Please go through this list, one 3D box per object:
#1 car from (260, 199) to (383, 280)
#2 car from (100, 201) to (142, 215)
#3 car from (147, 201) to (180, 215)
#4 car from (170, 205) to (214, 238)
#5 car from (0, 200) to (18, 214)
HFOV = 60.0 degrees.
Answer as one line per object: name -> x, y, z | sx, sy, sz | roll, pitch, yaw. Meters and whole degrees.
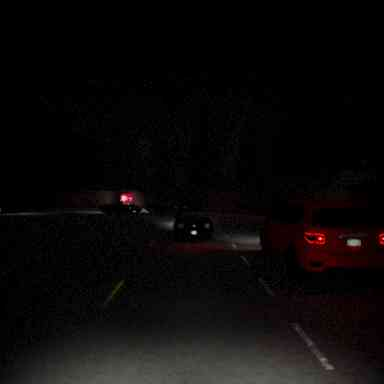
car -> 3.602, 1.221, 10.065 | 2.150, 2.045, 5.566 | 0, 0, 0
car -> -7.284, 1.599, 33.626 | 4.718, 1.301, 1.895 | 0, 0, 40
car -> -2.660, 1.599, 34.267 | 1.895, 1.301, 4.718 | 0, 0, -43
car -> -0.048, 1.600, 17.673 | 1.895, 1.301, 4.718 | 0, 0, -4
car -> -21.011, 1.475, 35.403 | 5.008, 1.535, 1.882 | 0, 0, 13
